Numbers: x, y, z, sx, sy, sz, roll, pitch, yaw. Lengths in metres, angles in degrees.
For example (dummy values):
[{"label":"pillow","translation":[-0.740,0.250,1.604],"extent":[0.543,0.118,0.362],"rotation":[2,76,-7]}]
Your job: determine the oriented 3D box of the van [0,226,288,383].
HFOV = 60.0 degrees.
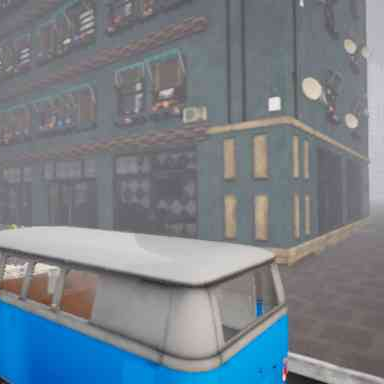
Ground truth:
[{"label":"van","translation":[-1.001,1.342,3.605],"extent":[3.998,1.788,1.690],"rotation":[0,-1,36]}]
